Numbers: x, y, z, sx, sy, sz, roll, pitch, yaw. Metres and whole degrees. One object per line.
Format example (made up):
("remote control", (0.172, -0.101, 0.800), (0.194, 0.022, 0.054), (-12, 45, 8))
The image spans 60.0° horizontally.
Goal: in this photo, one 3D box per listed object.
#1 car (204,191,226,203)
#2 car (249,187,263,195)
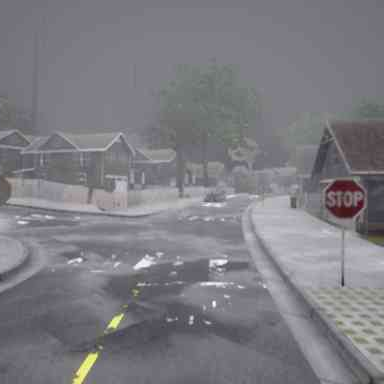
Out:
("car", (2.635, 0.565, 37.481), (1.994, 1.385, 4.181), (0, 2, 15))
("car", (12.082, -0.114, 62.049), (2.128, 1.511, 4.902), (0, 2, 26))
